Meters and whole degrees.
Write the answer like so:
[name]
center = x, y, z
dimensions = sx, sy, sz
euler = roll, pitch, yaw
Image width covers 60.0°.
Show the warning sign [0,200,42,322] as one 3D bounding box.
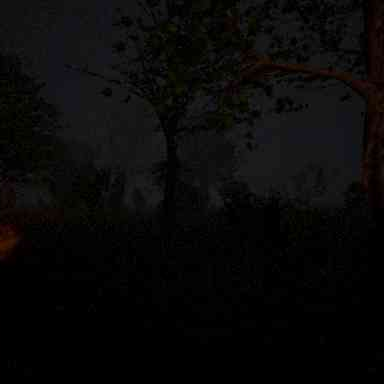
[warning sign]
center = -3.403, 1.086, 5.475
dimensions = 1.060, 1.860, 1.300
euler = -1, 1, 35
